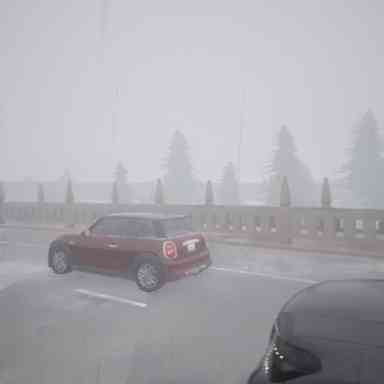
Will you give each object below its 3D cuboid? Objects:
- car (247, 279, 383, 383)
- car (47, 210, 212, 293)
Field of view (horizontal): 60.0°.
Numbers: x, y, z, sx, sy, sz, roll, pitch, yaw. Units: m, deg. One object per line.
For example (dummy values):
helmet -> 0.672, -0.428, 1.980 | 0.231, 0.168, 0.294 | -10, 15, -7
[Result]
car -> 3.066, 1.199, 1.680 | 5.566, 2.045, 2.150 | 0, 0, 36
car -> -1.819, 1.339, 9.028 | 4.553, 1.767, 2.097 | 0, 0, 32
